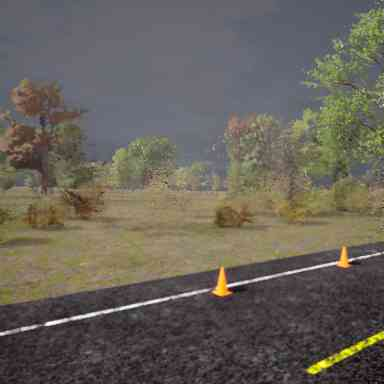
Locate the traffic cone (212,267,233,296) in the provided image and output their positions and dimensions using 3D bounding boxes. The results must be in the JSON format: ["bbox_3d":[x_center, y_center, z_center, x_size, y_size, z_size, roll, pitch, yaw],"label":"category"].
[{"bbox_3d":[0.692,1.978,7.492,0.340,0.580,0.340,0,0,-35],"label":"traffic cone"}]
